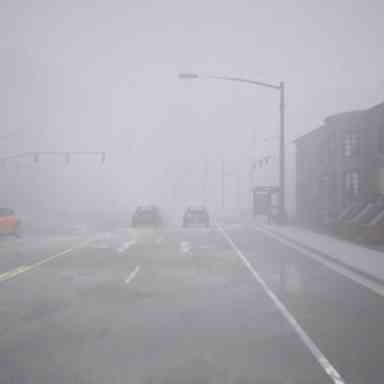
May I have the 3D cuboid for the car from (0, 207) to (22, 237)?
[{"bbox_3d":[-10.432,1.530,16.415,2.097,1.767,4.553,0,0,1],"label":"car"}]

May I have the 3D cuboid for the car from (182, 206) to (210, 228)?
[{"bbox_3d":[0.303,1.769,24.747,2.128,1.511,4.902,0,-1,0],"label":"car"}]

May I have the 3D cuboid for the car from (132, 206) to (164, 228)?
[{"bbox_3d":[-3.202,1.765,24.538,2.128,1.511,4.902,0,-1,0],"label":"car"}]
